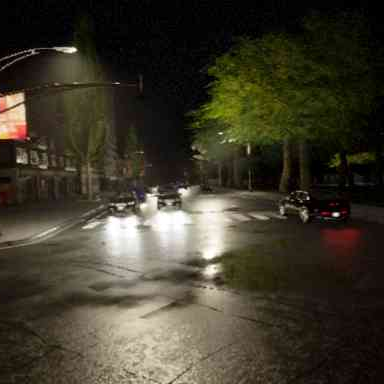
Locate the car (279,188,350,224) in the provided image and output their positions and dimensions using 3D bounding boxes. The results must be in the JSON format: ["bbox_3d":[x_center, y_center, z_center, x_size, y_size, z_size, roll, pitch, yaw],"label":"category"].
[{"bbox_3d":[5.800,0.594,16.347,1.837,1.490,4.892,-3,2,-5],"label":"car"}]

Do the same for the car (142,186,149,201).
[{"bbox_3d":[-5.900,0.300,34.988,1.882,1.535,5.008,-3,2,-5],"label":"car"}]

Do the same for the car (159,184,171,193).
[{"bbox_3d":[-4.746,-0.614,58.444,1.837,1.490,4.892,-2,2,-5],"label":"car"}]

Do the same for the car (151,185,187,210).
[{"bbox_3d":[-1.816,0.496,26.186,2.128,1.511,4.902,-2,2,-4],"label":"car"}]

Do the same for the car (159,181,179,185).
[{"bbox_3d":[-3.154,-0.287,40.639,2.150,2.045,5.566,-3,2,-5],"label":"car"}]

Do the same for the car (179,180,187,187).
[{"bbox_3d":[-2.179,-1.302,66.475,2.150,2.045,5.566,-3,2,-5],"label":"car"}]

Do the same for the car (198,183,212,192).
[{"bbox_3d":[2.156,-0.750,55.638,2.033,1.411,5.357,-3,2,-5],"label":"car"}]

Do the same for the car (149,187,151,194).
[{"bbox_3d":[-7.635,-0.284,54.312,1.994,1.385,4.181,-3,2,-5],"label":"car"}]

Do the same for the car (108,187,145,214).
[{"bbox_3d":[-4.914,0.696,24.313,2.128,1.511,4.902,-3,2,-5],"label":"car"}]
